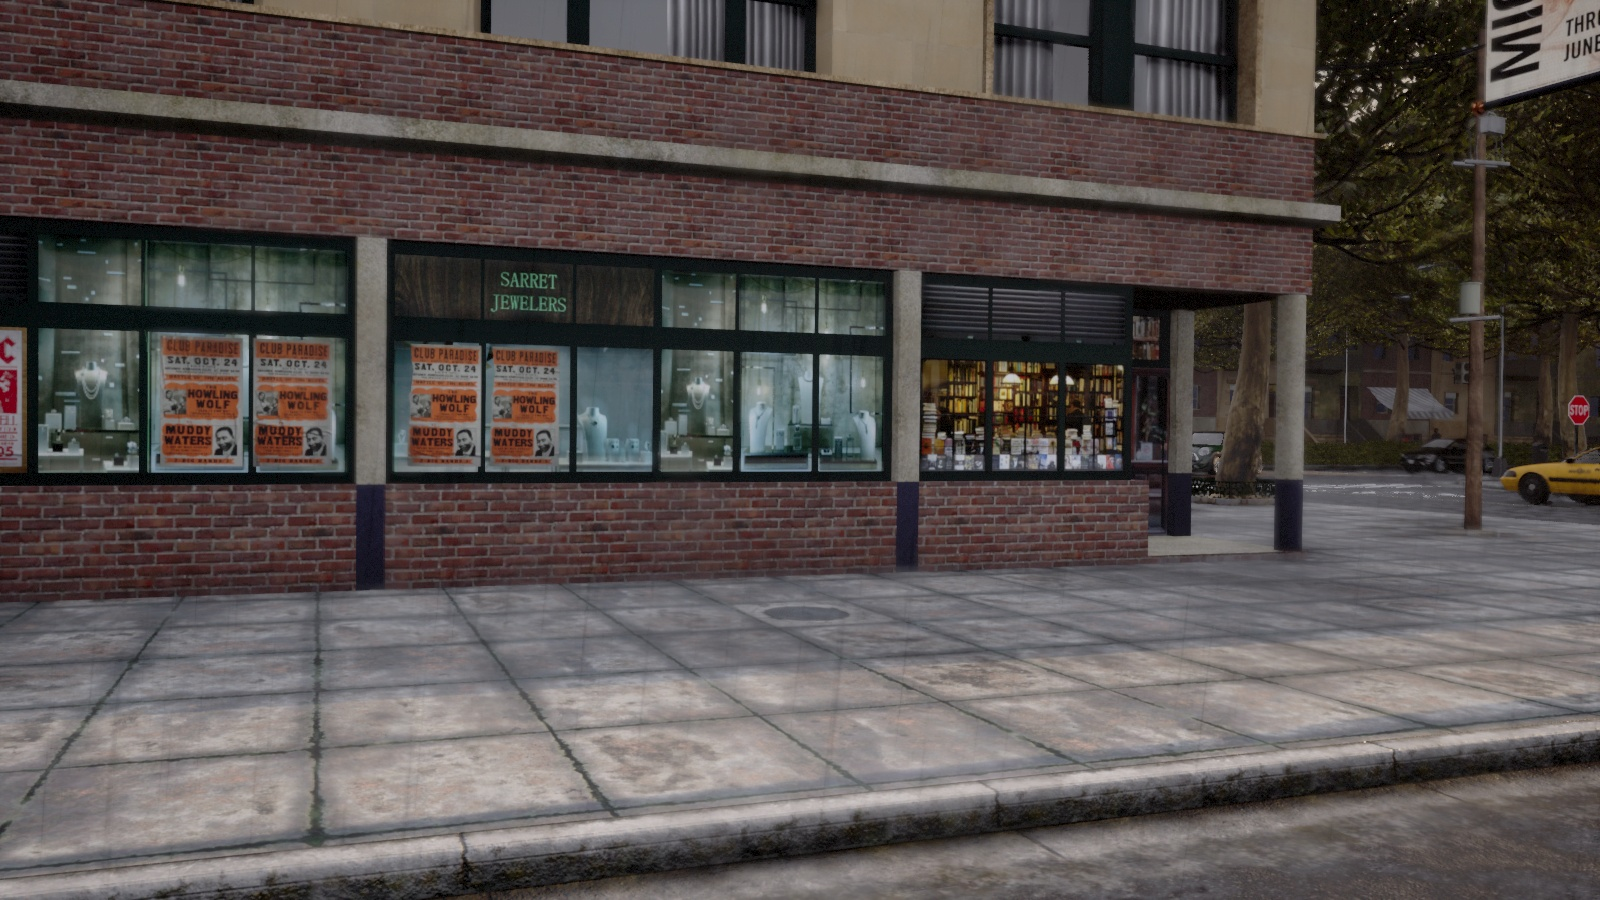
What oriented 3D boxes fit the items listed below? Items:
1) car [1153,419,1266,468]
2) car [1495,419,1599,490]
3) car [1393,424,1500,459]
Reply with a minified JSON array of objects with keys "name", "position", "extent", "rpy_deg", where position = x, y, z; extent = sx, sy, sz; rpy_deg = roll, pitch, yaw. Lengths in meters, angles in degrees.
[{"name":"car","position":[15.692,-0.294,48.028],"extent":[4.553,1.767,2.097],"rpy_deg":[-1,1,-42]},{"name":"car","position":[18.527,0.081,28.016],"extent":[1.801,1.575,5.366],"rpy_deg":[-1,1,-21]},{"name":"car","position":[28.111,-0.380,54.598],"extent":[4.193,1.474,1.816],"rpy_deg":[-1,1,-21]}]
